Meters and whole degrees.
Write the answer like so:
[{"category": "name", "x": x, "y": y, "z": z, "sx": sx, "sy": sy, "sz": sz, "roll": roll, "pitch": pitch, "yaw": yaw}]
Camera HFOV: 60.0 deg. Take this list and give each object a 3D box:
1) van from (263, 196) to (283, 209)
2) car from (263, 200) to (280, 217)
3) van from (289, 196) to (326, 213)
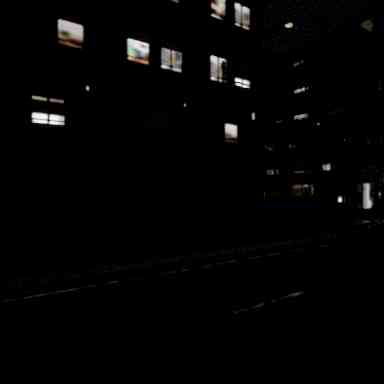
[{"category": "van", "x": 9.262, "y": 1.426, "z": 40.976, "sx": 1.690, "sy": 1.788, "sz": 3.998, "roll": -2, "pitch": 0, "yaw": -36}, {"category": "car", "x": 5.840, "y": 1.690, "z": 31.544, "sx": 1.802, "sy": 1.307, "sz": 4.206, "roll": -2, "pitch": 0, "yaw": -36}, {"category": "van", "x": 12.577, "y": 1.352, "z": 36.460, "sx": 1.690, "sy": 1.788, "sz": 3.998, "roll": -2, "pitch": 0, "yaw": -36}]
